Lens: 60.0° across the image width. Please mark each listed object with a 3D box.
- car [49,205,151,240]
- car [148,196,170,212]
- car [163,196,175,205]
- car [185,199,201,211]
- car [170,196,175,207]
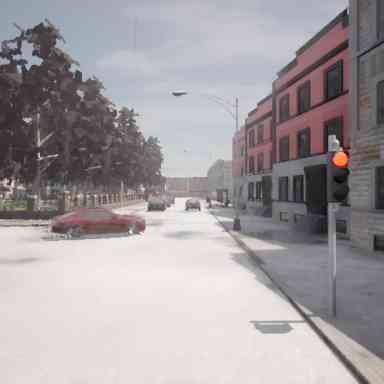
[{"bbox_3d":[-4.705,1.523,16.902,4.674,1.442,1.812,0,1,-24],"label":"car"},{"bbox_3d":[-4.080,1.472,39.323,1.882,1.535,5.008,0,0,0],"label":"car"},{"bbox_3d":[-4.039,1.496,59.622,1.837,1.490,4.892,0,0,0],"label":"car"},{"bbox_3d":[0.128,1.541,41.240,2.033,1.411,5.357,0,0,0],"label":"car"},{"bbox_3d":[-4.074,1.540,49.223,2.033,1.411,5.357,0,0,0],"label":"car"}]
